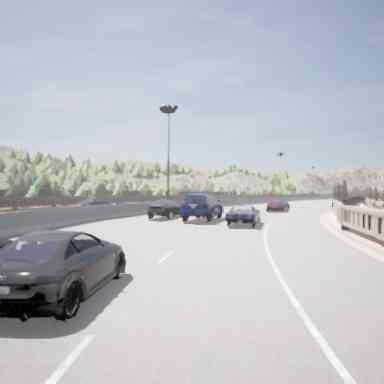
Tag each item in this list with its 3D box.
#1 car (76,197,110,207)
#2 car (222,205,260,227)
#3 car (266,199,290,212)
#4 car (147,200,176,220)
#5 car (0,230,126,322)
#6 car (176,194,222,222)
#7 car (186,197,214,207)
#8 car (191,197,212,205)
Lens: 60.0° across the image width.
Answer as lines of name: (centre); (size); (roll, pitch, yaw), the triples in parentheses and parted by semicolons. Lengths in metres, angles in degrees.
car: (-12.177, 1.383, 41.099); (2.128, 1.511, 4.902); (0, 0, 24)
car: (3.575, 1.545, 22.669); (1.895, 1.301, 4.718); (0, 0, 16)
car: (10.009, 1.514, 38.442); (1.994, 1.385, 4.181); (0, 0, 27)
car: (-2.089, 1.426, 27.837); (1.837, 1.490, 4.892); (0, 0, 18)
car: (-2.889, 1.524, 7.291); (1.994, 1.385, 4.181); (0, 0, 5)
car: (0.872, 1.153, 25.825); (2.150, 2.045, 5.566); (0, 0, 17)
car: (1.261, 1.490, 51.943); (2.033, 1.411, 5.357); (0, 0, 30)
car: (1.771, 1.565, 59.838); (1.895, 1.301, 4.718); (0, 0, 30)
